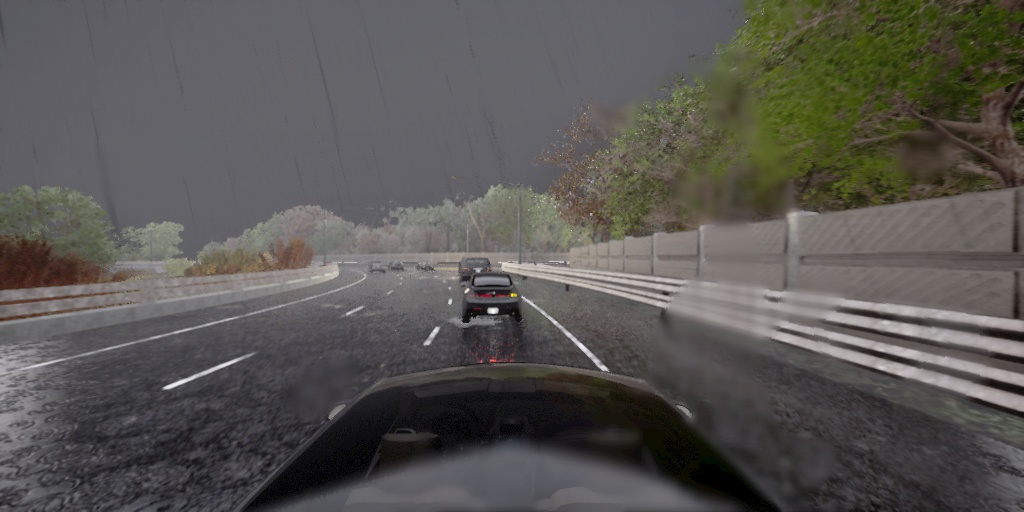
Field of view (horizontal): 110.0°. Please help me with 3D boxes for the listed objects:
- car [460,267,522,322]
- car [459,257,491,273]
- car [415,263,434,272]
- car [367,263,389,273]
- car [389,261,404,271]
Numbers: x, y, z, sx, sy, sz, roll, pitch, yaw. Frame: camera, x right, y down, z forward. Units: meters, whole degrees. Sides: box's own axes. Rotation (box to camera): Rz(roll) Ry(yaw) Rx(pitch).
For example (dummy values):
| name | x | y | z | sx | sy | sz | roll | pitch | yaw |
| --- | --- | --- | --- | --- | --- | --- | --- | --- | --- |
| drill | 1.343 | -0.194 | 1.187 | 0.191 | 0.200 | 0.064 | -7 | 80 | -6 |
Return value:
| name | x | y | z | sx | sy | sz | roll | pitch | yaw |
| --- | --- | --- | --- | --- | --- | --- | --- | --- | --- |
| car | -0.755 | 1.316 | 12.682 | 1.837 | 1.490 | 4.892 | 0 | 0 | -5 |
| car | -2.677 | 1.109 | 26.314 | 2.150 | 2.045 | 5.566 | 0 | 0 | -10 |
| car | -13.268 | 1.671 | 54.180 | 1.895 | 1.301 | 4.718 | 0 | 0 | -27 |
| car | -19.040 | 1.615 | 50.211 | 2.033 | 1.411 | 5.357 | 0 | 0 | -27 |
| car | -18.230 | 1.600 | 55.810 | 1.837 | 1.490 | 4.892 | 0 | 0 | -30 |
